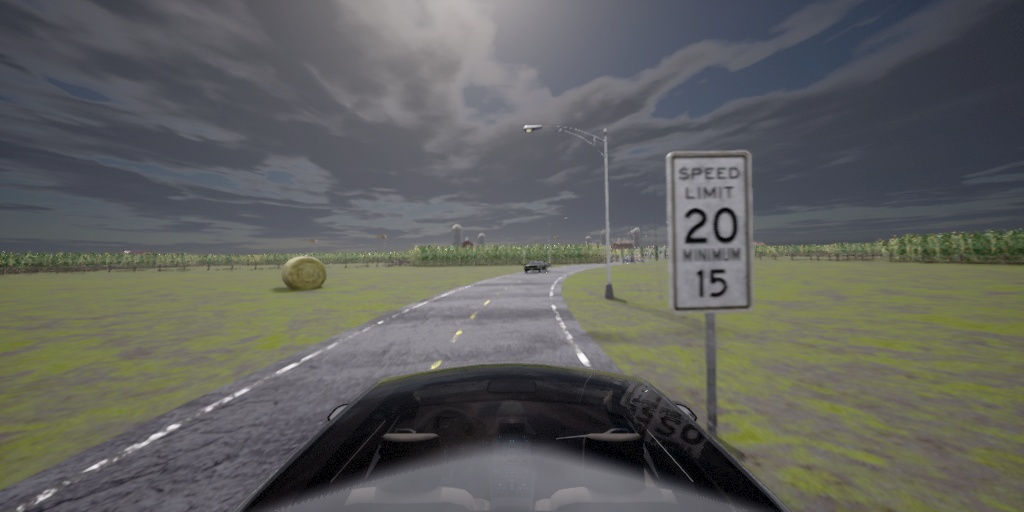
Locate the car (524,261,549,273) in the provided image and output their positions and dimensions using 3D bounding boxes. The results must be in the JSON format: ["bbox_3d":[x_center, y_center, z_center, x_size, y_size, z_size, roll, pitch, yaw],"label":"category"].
[{"bbox_3d":[2.727,1.159,40.050,1.895,1.301,4.718,-1,0,18],"label":"car"}]
